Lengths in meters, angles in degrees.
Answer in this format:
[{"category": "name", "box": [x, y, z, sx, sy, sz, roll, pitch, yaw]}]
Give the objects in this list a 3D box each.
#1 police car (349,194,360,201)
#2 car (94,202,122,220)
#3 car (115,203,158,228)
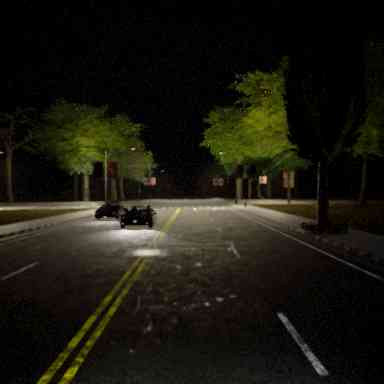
[{"category": "police car", "box": [42.045, 1.296, 84.287, 5.238, 1.638, 1.930, 0, 0, -23]}, {"category": "car", "box": [-6.620, 1.523, 27.978, 2.033, 1.411, 5.357, 0, 0, 0]}, {"category": "car", "box": [-3.366, 1.541, 21.612, 1.994, 1.385, 4.181, 0, 0, 0]}]
